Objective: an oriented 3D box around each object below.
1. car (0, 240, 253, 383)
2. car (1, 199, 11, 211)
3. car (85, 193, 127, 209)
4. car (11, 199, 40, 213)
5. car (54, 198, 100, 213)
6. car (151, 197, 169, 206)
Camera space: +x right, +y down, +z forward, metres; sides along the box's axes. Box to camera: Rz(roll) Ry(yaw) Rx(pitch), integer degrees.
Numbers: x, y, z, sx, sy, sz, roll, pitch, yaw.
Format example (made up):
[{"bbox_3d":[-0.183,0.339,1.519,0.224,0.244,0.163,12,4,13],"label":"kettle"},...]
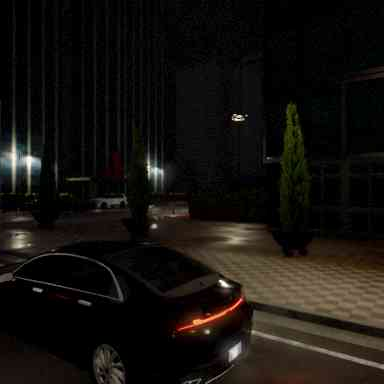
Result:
[{"bbox_3d":[-1.496,1.505,5.070,4.892,1.490,1.837,0,0,36],"label":"car"},{"bbox_3d":[-21.028,1.547,37.921,2.033,1.411,5.357,0,0,35],"label":"car"},{"bbox_3d":[-11.363,1.221,45.597,2.150,2.045,5.566,0,0,35],"label":"car"},{"bbox_3d":[-17.080,1.491,37.459,2.128,1.511,4.902,0,0,35],"label":"car"},{"bbox_3d":[-12.996,1.601,36.829,1.895,1.301,4.718,0,0,35],"label":"car"},{"bbox_3d":[-5.562,1.564,53.835,1.994,1.385,4.181,0,0,35],"label":"car"}]
